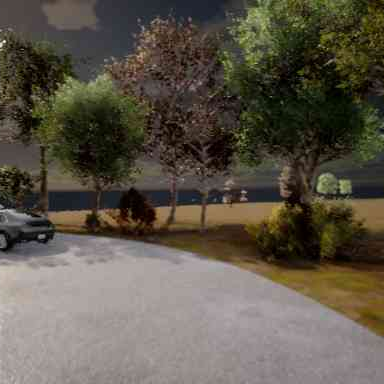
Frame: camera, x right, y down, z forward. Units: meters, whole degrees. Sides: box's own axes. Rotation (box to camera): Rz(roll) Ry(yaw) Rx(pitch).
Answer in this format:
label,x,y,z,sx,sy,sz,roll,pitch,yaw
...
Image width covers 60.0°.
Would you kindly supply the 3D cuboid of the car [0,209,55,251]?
label,x,y,z,sx,sy,sz,roll,pitch,yaw
car,-8.012,1.517,14.165,4.892,1.490,1.837,-1,-1,28
